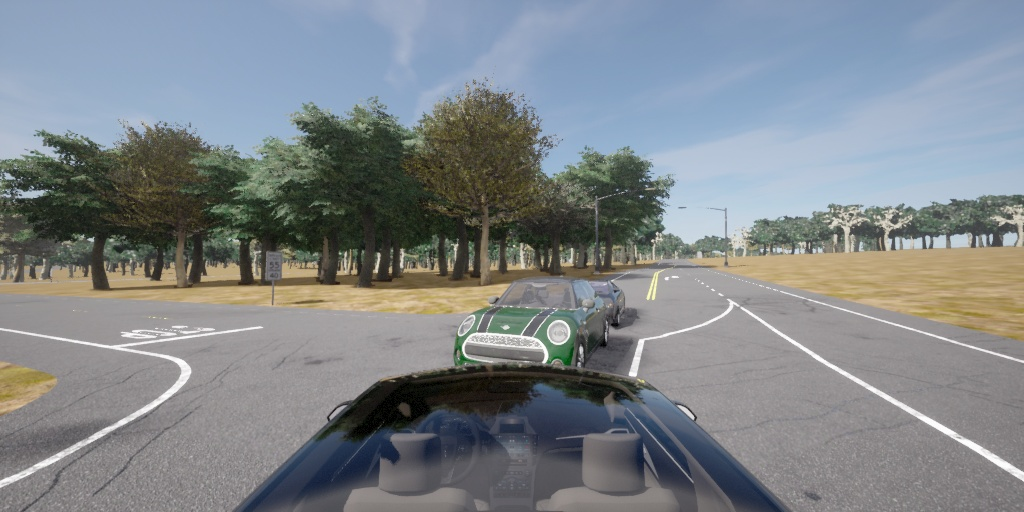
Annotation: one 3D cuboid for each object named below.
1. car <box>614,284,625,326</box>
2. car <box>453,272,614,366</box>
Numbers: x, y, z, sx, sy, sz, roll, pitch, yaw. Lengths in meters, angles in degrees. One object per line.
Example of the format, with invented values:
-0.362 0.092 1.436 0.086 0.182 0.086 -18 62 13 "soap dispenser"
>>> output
2.913 1.553 12.861 1.994 1.385 4.181 -2 0 22 "car"
0.686 1.222 7.430 2.097 1.767 4.553 -1 -2 22 "car"
